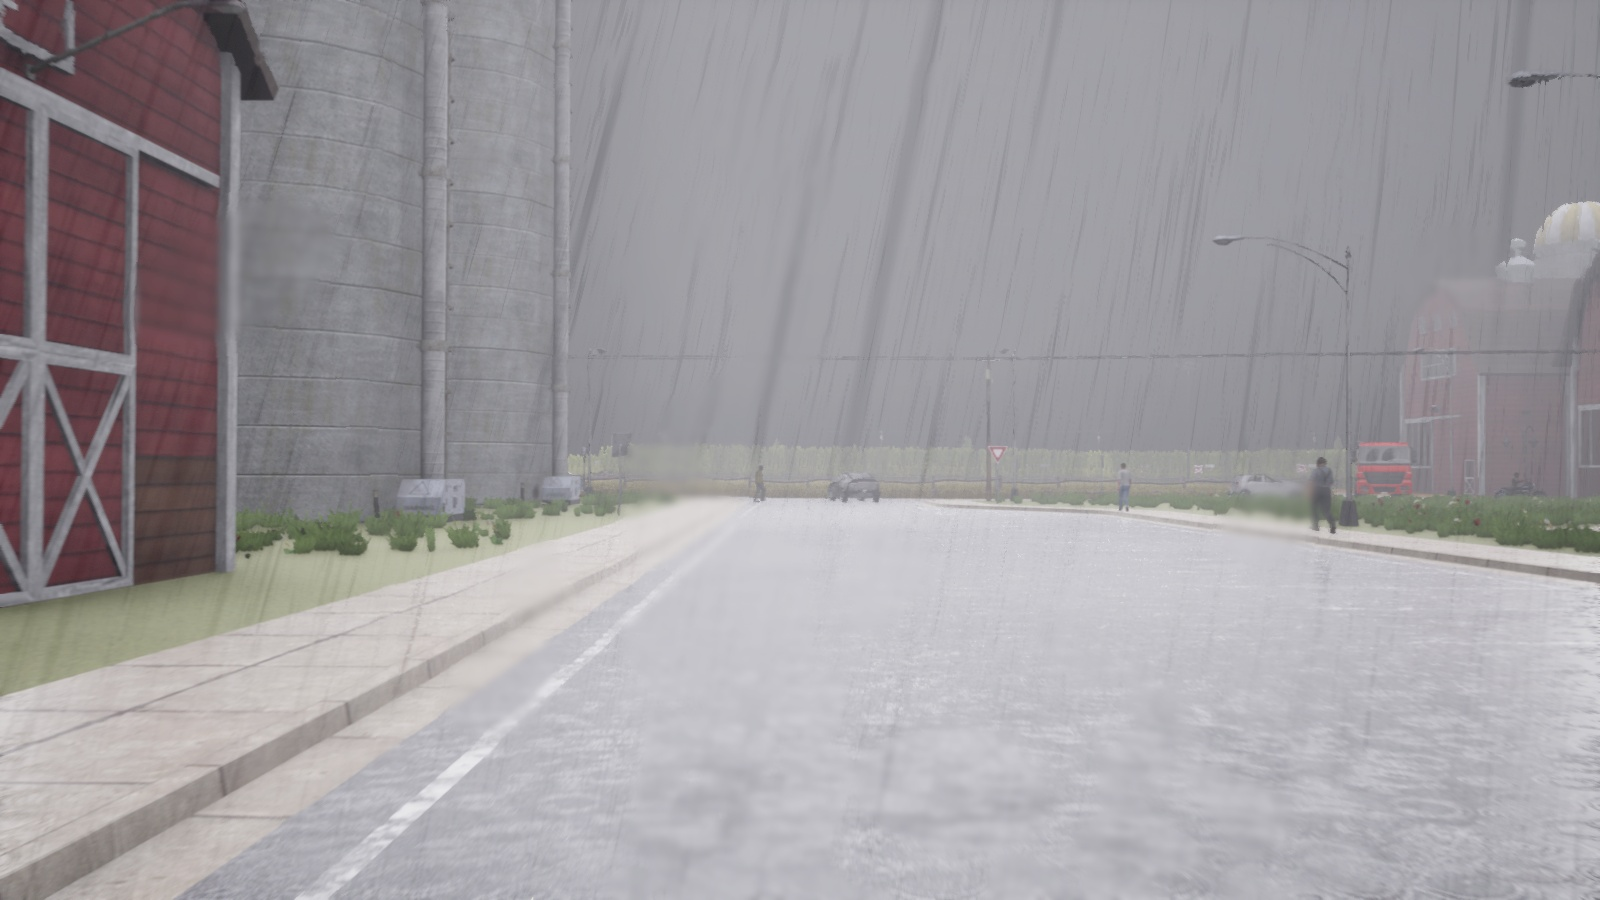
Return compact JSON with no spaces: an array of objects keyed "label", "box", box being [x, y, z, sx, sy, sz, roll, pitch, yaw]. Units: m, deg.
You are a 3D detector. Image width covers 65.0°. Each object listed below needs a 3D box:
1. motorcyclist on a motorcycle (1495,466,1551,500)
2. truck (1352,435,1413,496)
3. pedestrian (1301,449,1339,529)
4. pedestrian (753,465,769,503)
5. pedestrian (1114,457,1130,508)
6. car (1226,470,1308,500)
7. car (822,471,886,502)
[{"label":"motorcyclist on a motorcycle","box":[36.466,1.649,63.360,2.350,1.649,0.766,-1,-1,34]},{"label":"truck","box":[34.562,0.945,74.721,2.891,3.462,7.936,-1,-1,23]},{"label":"pedestrian","box":[12.221,0.915,29.515,0.540,1.848,0.694,0,-1,-5]},{"label":"pedestrian","box":[-1.897,1.637,60.994,0.726,1.835,0.370,0,-1,6]},{"label":"pedestrian","box":[11.694,1.186,45.570,0.354,1.836,0.706,0,-1,-4]},{"label":"car","box":[24.643,1.841,66.366,3.633,1.501,1.845,0,-1,0]},{"label":"car","box":[2.710,1.832,64.052,2.128,1.511,4.902,0,-1,-12]}]
